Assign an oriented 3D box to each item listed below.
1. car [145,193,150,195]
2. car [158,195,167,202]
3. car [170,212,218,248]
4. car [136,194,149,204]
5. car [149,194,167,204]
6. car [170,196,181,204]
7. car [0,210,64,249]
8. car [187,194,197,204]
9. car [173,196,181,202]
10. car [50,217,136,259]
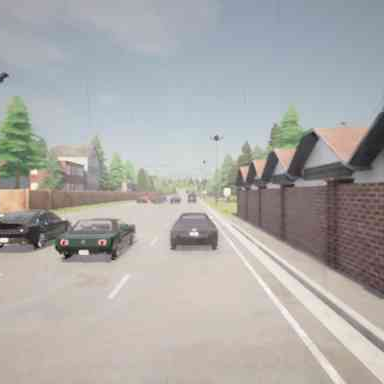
[{"bbox_3d":[-10.499,1.347,79.910,2.150,2.045,5.566,0,0,0],"label":"car"},{"bbox_3d":[-6.999,1.530,79.049,1.882,1.535,5.008,0,0,0],"label":"car"},{"bbox_3d":[0.088,1.603,14.900,1.994,1.385,4.181,0,0,0],"label":"car"},{"bbox_3d":[-10.499,1.694,69.782,1.812,1.442,4.674,0,0,0],"label":"car"},{"bbox_3d":[-6.999,1.689,68.630,2.128,1.511,4.902,0,0,0],"label":"car"},{"bbox_3d":[-3.499,1.647,68.630,1.882,1.535,5.008,0,0,0],"label":"car"},{"bbox_3d":[-6.912,1.543,14.715,1.837,1.490,4.892,0,0,0],"label":"car"},{"bbox_3d":[0.001,1.694,69.782,2.128,1.511,4.902,0,0,0],"label":"car"},{"bbox_3d":[-3.499,1.576,79.049,1.812,1.442,4.674,0,0,0],"label":"car"},{"bbox_3d":[-3.417,1.634,12.778,1.895,1.301,4.718,0,0,0],"label":"car"}]
